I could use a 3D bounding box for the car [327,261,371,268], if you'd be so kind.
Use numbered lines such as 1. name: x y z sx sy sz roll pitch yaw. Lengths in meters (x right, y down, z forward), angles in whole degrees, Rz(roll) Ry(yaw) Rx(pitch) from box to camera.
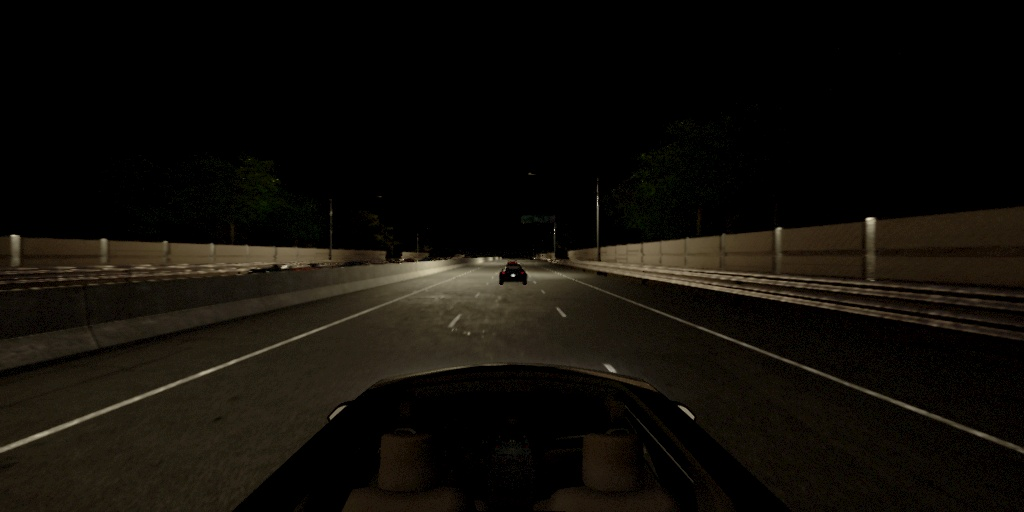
1. car: -14.101 1.221 31.995 1.882 1.535 5.008 0 0 0

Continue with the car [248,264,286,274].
1. car: -21.097 1.343 32.068 1.895 1.301 4.718 0 0 0

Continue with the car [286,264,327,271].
1. car: -17.596 1.344 32.072 1.895 1.301 4.718 0 0 0

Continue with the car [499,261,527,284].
1. car: 0.080 1.311 26.865 1.994 1.385 4.181 0 0 0
